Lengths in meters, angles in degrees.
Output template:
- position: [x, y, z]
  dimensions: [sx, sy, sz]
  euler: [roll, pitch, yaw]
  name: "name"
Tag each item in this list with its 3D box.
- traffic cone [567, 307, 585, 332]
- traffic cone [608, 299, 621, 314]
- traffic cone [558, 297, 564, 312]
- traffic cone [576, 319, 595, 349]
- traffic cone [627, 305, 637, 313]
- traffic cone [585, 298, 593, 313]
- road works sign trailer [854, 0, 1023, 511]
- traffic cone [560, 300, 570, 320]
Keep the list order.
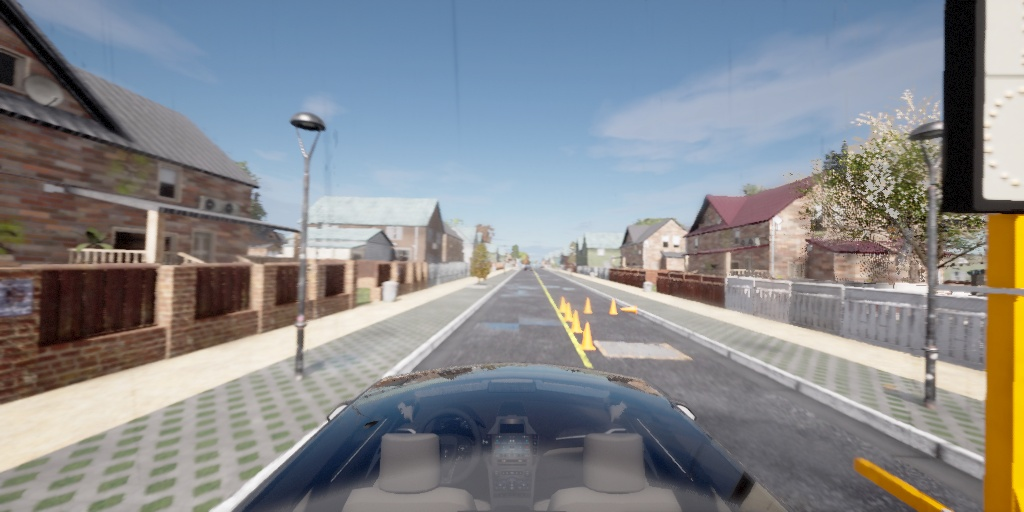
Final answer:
- position: [1.842, 1.873, 10.370]
  dimensions: [0.340, 0.580, 0.340]
  euler: [0, 0, 3]
  name: "traffic cone"
- position: [4.027, 1.992, 14.270]
  dimensions: [0.340, 0.580, 0.340]
  euler: [0, 0, 3]
  name: "traffic cone"
- position: [2.030, 1.933, 14.365]
  dimensions: [0.340, 0.580, 0.340]
  euler: [0, 0, 3]
  name: "traffic cone"
- position: [1.747, 1.844, 8.372]
  dimensions: [0.340, 0.580, 0.340]
  euler: [0, 0, 3]
  name: "traffic cone"
- position: [4.903, 1.846, 14.235]
  dimensions: [0.340, 0.580, 0.340]
  euler: [0, 0, 2]
  name: "traffic cone"
- position: [3.028, 1.963, 14.318]
  dimensions: [0.340, 0.580, 0.340]
  euler: [0, 0, 3]
  name: "traffic cone"
- position: [2.596, 0.288, 1.332]
  dimensions: [2.380, 3.560, 2.880]
  euler: [0, 0, 3]
  name: "road works sign trailer"
- position: [1.936, 1.903, 12.368]
  dimensions: [0.340, 0.580, 0.340]
  euler: [0, 0, 3]
  name: "traffic cone"
